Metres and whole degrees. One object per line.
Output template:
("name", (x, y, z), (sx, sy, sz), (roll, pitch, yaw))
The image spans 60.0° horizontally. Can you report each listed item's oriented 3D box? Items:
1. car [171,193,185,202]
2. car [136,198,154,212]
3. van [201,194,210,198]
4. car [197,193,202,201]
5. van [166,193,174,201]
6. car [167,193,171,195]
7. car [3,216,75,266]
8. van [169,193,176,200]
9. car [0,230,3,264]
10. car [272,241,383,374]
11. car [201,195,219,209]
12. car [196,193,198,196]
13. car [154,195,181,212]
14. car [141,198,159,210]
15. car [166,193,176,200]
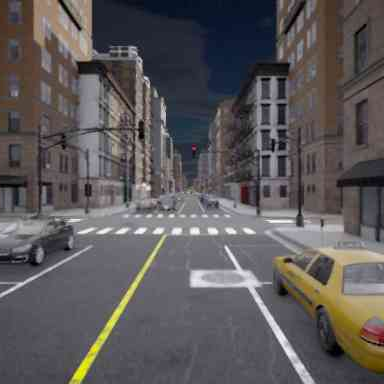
("car", (-2.753, 1.442, 70.927), (2.128, 1.511, 4.902), (0, 0, 0))
("car", (-5.391, 1.506, 38.239), (2.008, 1.369, 4.403), (0, 0, 0))
("van", (2.639, 1.284, 49.053), (1.690, 1.788, 3.998), (0, 0, 0))
("car", (2.643, 1.239, 65.271), (2.192, 1.841, 5.009), (0, 0, 0))
("van", (-5.433, 1.246, 81.488), (1.690, 1.788, 3.998), (0, 0, 0))
("car", (-5.412, 1.370, 59.864), (1.967, 1.590, 4.097), (0, 0, 0))
("car", (-5.387, 1.538, 11.363), (2.008, 1.369, 4.403), (0, 0, 0))
("van", (-5.444, 1.233, 92.301), (1.690, 1.788, 3.998), (0, 0, 0))
("car", (-5.387, 1.576, 5.682), (1.802, 1.307, 4.206), (0, 0, 0))
("car", (2.638, 1.519, 5.853), (1.752, 1.417, 4.829), (0, 0, 0))
("car", (2.638, 1.500, 43.647), (2.008, 1.369, 4.403), (0, 0, 0))
("car", (2.646, 1.430, 81.659), (1.752, 1.417, 4.829), (0, 0, 0))
("car", (-2.757, 1.499, 38.150), (2.128, 1.511, 4.902), (0, 1, 0))
("car", (-5.396, 1.474, 43.475), (1.752, 1.417, 4.829), (0, 0, 0))
("car", (-5.438, 1.214, 86.894), (2.192, 1.841, 5.009), (0, 0, 0))
